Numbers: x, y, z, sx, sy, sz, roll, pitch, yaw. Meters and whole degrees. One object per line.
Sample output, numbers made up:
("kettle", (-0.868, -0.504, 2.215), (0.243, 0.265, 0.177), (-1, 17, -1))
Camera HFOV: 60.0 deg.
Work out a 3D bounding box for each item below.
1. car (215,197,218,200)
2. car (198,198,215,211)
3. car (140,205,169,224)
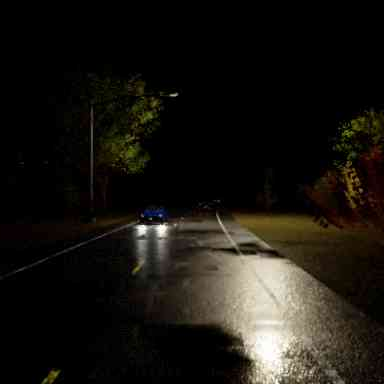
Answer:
("car", (3.629, 2.142, 66.631), (2.033, 1.411, 5.357), (0, 0, 6))
("car", (1.900, 1.928, 47.466), (2.128, 1.511, 4.902), (0, 0, 4))
("car", (-3.006, 1.786, 27.349), (1.812, 1.442, 4.674), (0, -1, 2))
